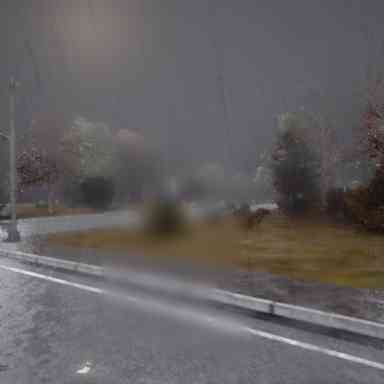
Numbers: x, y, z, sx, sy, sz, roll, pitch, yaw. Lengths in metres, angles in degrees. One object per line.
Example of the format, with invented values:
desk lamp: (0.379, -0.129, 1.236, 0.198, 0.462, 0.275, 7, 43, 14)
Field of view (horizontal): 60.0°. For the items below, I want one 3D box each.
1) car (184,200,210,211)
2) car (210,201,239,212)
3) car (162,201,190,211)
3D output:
car: (1.316, 2.071, 51.538, 2.128, 1.511, 4.902, -2, -2, 32)
car: (4.584, 1.885, 43.448, 1.994, 1.385, 4.181, -2, -1, 32)
car: (-2.473, 2.157, 52.096, 1.882, 1.535, 5.008, -2, -2, 32)
